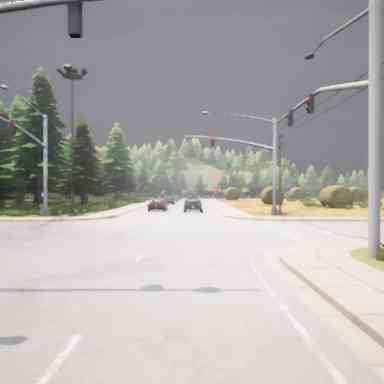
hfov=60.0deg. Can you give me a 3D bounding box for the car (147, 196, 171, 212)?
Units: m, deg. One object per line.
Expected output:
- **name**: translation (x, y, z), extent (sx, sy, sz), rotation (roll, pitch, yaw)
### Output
- **car**: translation (-3.591, 1.375, 35.373), extent (1.895, 1.301, 4.718), rotation (0, 0, 0)

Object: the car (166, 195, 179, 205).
- **car**: translation (-3.570, 1.226, 50.494), extent (2.033, 1.411, 5.357), rotation (0, 0, 0)

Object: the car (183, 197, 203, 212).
- **car**: translation (0.102, 1.300, 35.338), extent (1.812, 1.442, 4.674), rotation (0, 0, 0)
